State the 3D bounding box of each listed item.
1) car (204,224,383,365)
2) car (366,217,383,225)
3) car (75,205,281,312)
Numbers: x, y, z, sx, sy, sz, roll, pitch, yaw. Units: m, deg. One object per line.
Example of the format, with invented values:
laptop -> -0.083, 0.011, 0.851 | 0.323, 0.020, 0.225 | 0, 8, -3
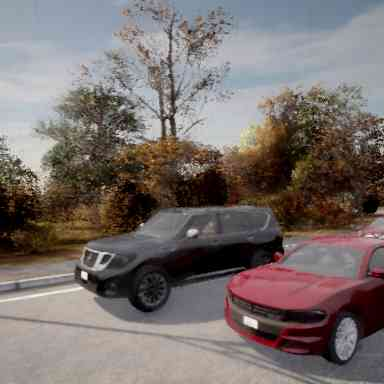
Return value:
car -> 2.803, 1.589, 6.186 | 5.008, 1.535, 1.882 | 1, -2, -37
car -> 9.857, 1.950, 16.446 | 4.674, 1.442, 1.812 | 2, -3, -42
car -> 0.015, 1.384, 8.465 | 5.566, 2.045, 2.150 | 1, -2, -37
